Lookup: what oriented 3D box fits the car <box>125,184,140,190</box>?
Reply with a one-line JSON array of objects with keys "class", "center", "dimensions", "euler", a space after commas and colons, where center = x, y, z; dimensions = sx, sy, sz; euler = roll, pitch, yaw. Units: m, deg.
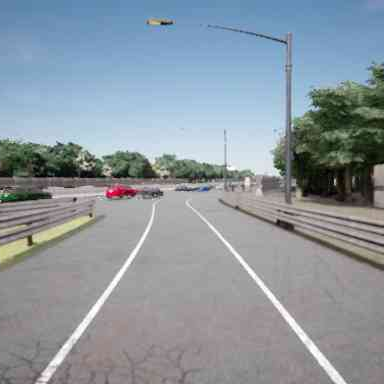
[{"class": "car", "center": [-16.552, -1.420, 92.232], "dimensions": [2.097, 1.767, 4.553], "euler": [0, 2, 18]}]

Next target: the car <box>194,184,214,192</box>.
[{"class": "car", "center": [2.745, -0.786, 72.683], "dimensions": [1.882, 1.535, 5.008], "euler": [0, 2, 19]}]

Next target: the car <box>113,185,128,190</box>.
[{"class": "car", "center": [-19.980, -1.276, 93.020], "dimensions": [1.837, 1.490, 4.892], "euler": [0, 2, 18]}]

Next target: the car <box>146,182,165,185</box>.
[{"class": "car", "center": [-9.917, -1.273, 90.003], "dimensions": [1.882, 1.535, 5.008], "euler": [0, 2, 18]}]

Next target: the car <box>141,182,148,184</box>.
[{"class": "car", "center": [-13.238, -1.239, 91.107], "dimensions": [1.812, 1.442, 4.674], "euler": [0, 2, 18]}]

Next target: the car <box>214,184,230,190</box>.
[{"class": "car", "center": [7.822, -1.219, 87.880], "dimensions": [1.895, 1.301, 4.718], "euler": [0, 2, 18]}]

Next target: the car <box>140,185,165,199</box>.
[{"class": "car", "center": [-5.565, 0.134, 48.078], "dimensions": [1.837, 1.490, 4.892], "euler": [0, 2, 19]}]

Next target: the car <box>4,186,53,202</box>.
[{"class": "car", "center": [-17.302, 0.372, 35.204], "dimensions": [2.150, 2.045, 5.566], "euler": [0, 2, 19]}]

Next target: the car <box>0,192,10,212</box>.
[{"class": "car", "center": [-16.875, 1.006, 25.525], "dimensions": [1.812, 1.442, 4.674], "euler": [0, 2, 19]}]

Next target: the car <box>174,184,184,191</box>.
[{"class": "car", "center": [-2.300, -0.908, 79.662], "dimensions": [1.994, 1.385, 4.181], "euler": [0, 2, 18]}]

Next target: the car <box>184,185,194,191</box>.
[{"class": "car", "center": [0.387, -0.785, 76.663], "dimensions": [1.895, 1.301, 4.718], "euler": [0, 2, 18]}]

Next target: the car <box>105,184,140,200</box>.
[{"class": "car", "center": [-9.829, -0.061, 46.389], "dimensions": [2.150, 2.045, 5.566], "euler": [0, 2, 19]}]
